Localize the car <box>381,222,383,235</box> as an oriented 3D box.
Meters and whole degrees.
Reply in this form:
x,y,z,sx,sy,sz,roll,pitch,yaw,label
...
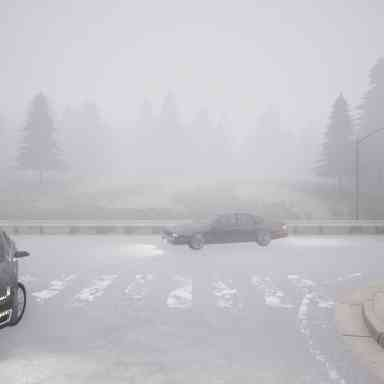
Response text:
x,y,z,sx,sy,sz,roll,pitch,yaw,label
11.237,1.492,15.070,4.902,1.511,2.128,0,0,0,car

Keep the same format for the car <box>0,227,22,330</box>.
x,y,z,sx,sy,sz,roll,pitch,yaw,label
-4.457,1.505,6.550,1.837,1.490,4.892,0,0,-28,car

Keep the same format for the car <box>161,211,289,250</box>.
x,y,z,sx,sy,sz,roll,pitch,yaw,label
1.458,1.547,14.191,5.357,1.411,2.033,0,0,-20,car
